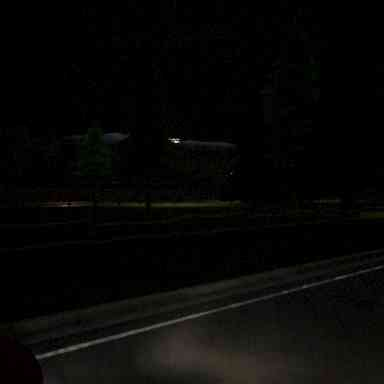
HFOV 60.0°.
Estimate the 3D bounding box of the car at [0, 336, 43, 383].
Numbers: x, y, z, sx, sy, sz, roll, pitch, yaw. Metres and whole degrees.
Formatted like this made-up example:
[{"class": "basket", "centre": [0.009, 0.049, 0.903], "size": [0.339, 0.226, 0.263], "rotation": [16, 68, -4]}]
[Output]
[{"class": "car", "centre": [-3.312, 1.470, 1.383], "size": [5.008, 1.535, 1.882], "rotation": [0, 0, -36]}]
